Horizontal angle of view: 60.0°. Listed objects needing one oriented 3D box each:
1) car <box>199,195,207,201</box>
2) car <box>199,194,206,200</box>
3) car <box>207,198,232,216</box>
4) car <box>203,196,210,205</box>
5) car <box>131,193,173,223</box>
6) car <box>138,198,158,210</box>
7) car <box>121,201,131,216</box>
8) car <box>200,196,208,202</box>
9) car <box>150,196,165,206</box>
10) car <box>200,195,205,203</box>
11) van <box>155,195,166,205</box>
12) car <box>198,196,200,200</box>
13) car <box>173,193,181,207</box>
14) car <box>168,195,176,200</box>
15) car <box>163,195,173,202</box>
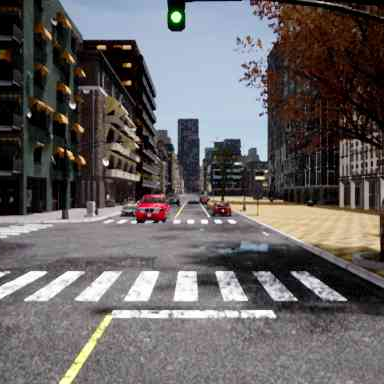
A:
[{"bbox_3d":[2.870,1.602,87.126,2.008,1.369,4.403,0,0,0],"label":"car"},{"bbox_3d":[2.881,1.500,92.658,1.967,1.590,4.097,0,0,0],"label":"car"},{"bbox_3d":[2.757,1.544,31.799,1.887,1.381,4.507,0,0,0],"label":"car"},{"bbox_3d":[2.780,1.530,43.035,1.752,1.417,4.829,0,0,0],"label":"car"},{"bbox_3d":[-2.947,1.242,25.742,2.150,2.045,5.566,0,0,0],"label":"car"},{"bbox_3d":[-5.601,1.556,42.882,2.008,1.369,4.403,0,0,0],"label":"car"},{"bbox_3d":[-5.623,1.550,31.816,2.008,1.369,4.403,0,0,0],"label":"car"},{"bbox_3d":[2.859,1.587,81.594,1.887,1.381,4.507,0,0,0],"label":"car"},{"bbox_3d":[-5.578,1.454,53.947,1.967,1.590,4.097,0,0,0],"label":"car"},{"bbox_3d":[2.813,1.600,59.462,1.802,1.307,4.206,0,0,0],"label":"car"},{"bbox_3d":[-5.567,1.360,59.480,1.690,1.788,3.998,0,0,0],"label":"van"},{"bbox_3d":[2.836,1.554,70.698,1.752,1.417,4.829,0,0,0],"label":"car"},{"bbox_3d":[-2.896,1.225,50.429,2.150,2.045,5.566,0,0,0],"label":"car"},{"bbox_3d":[-5.499,1.611,92.675,2.008,1.369,4.403,0,0,0],"label":"car"},{"bbox_3d":[-5.533,1.476,76.078,1.967,1.590,4.097,0,0,0],"label":"car"}]
